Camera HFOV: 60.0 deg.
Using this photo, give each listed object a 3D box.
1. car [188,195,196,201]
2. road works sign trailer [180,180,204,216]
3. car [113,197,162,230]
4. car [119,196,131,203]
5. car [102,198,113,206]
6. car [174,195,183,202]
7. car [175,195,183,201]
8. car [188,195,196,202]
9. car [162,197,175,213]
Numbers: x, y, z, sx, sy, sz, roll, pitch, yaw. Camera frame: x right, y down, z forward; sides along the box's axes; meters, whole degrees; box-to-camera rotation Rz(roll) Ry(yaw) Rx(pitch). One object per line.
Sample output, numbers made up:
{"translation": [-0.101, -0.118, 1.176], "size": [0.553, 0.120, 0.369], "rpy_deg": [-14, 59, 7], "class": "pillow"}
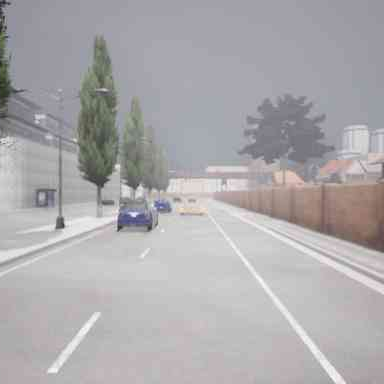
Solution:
{"translation": [-0.011, 1.657, 89.848], "size": [1.882, 1.535, 5.008], "rpy_deg": [0, 0, 0], "class": "car"}
{"translation": [-0.004, 0.557, 33.644], "size": [2.380, 3.560, 2.880], "rpy_deg": [0, 0, 0], "class": "road works sign trailer"}
{"translation": [-3.403, 1.411, 21.583], "size": [2.097, 1.767, 4.553], "rpy_deg": [0, 0, 0], "class": "car"}
{"translation": [-15.009, 1.729, 74.898], "size": [1.812, 1.442, 4.674], "rpy_deg": [0, 0, 0], "class": "car"}
{"translation": [-15.041, 1.761, 58.720], "size": [1.895, 1.301, 4.718], "rpy_deg": [0, 0, 1], "class": "car"}
{"translation": [-3.510, 1.733, 79.454], "size": [2.128, 1.511, 4.902], "rpy_deg": [0, 0, 0], "class": "car"}
{"translation": [-3.511, 1.657, 89.848], "size": [1.882, 1.535, 5.008], "rpy_deg": [0, 0, 0], "class": "car"}
{"translation": [-0.010, 1.809, 79.771], "size": [1.895, 1.301, 4.718], "rpy_deg": [0, 0, 0], "class": "car"}
{"translation": [-3.405, 1.586, 39.505], "size": [1.882, 1.535, 5.008], "rpy_deg": [0, 0, 0], "class": "car"}
